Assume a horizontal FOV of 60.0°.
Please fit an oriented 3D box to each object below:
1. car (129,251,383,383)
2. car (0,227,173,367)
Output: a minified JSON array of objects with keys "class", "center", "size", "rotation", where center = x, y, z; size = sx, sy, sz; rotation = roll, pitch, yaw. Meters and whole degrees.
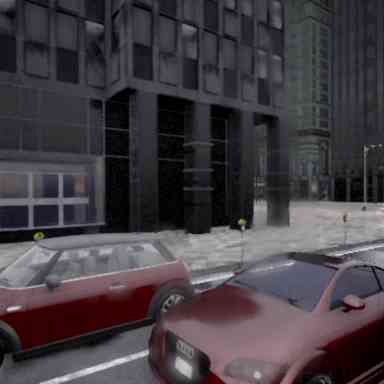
[{"class":"car","center":[1.540,1.562,4.476],"size":[4.181,1.385,1.994],"rotation":[0,0,-35]},{"class":"car","center":[-2.008,1.440,5.220],"size":[4.097,1.590,1.967],"rotation":[0,0,-35]}]
